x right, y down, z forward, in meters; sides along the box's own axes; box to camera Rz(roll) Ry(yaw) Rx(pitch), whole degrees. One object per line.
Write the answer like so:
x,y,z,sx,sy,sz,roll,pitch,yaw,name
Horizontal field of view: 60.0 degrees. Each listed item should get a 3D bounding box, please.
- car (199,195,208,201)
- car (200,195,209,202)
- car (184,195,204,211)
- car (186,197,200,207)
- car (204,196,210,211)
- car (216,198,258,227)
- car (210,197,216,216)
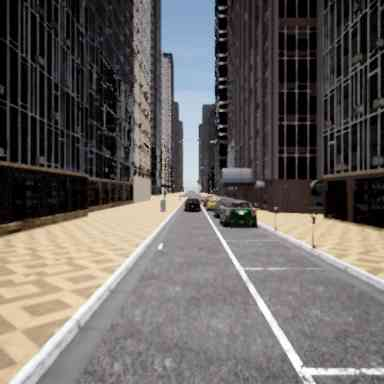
2.723,1.411,78.820,2.008,1.369,4.403,0,0,0,car
2.712,1.396,73.439,1.752,1.417,4.829,0,0,0,car
0.083,1.414,39.225,1.882,1.535,5.008,0,0,1,car
0.112,1.482,49.486,1.994,1.385,4.181,0,0,1,car
2.643,1.460,40.130,1.752,1.417,4.829,0,0,0,car
3.031,1.318,22.512,2.097,1.767,4.553,0,0,0,car
3.045,1.306,29.512,2.097,1.767,4.553,0,0,0,car
